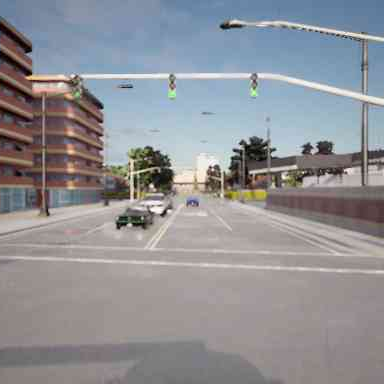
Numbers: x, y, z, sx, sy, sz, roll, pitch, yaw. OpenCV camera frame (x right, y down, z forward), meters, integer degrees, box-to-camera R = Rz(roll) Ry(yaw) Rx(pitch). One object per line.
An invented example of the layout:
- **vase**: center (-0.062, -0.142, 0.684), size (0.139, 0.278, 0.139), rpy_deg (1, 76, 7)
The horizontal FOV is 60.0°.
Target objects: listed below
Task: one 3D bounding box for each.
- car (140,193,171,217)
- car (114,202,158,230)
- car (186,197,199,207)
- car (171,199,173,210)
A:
- **car**: center (-3.533, 1.166, 31.248), size (2.150, 2.045, 5.566), rpy_deg (0, 0, 0)
- **car**: center (-3.558, 1.573, 21.226), size (1.895, 1.301, 4.718), rpy_deg (0, 0, 0)
- **car**: center (0.094, 1.415, 48.752), size (1.812, 1.442, 4.674), rpy_deg (0, 0, 0)
- **car**: center (-3.475, 1.268, 41.380), size (2.097, 1.767, 4.553), rpy_deg (0, 0, 0)
